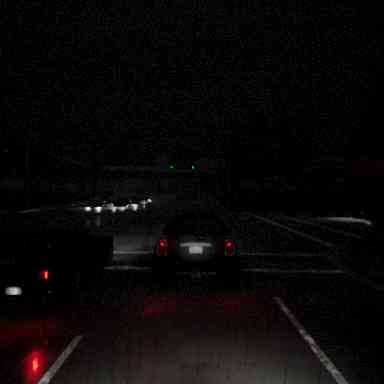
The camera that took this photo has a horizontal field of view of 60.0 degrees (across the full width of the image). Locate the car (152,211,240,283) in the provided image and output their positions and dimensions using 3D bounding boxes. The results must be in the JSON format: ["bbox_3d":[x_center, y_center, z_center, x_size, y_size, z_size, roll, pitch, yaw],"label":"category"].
[{"bbox_3d":[0.095,1.366,9.824,2.097,1.767,4.553,0,0,0],"label":"car"}]

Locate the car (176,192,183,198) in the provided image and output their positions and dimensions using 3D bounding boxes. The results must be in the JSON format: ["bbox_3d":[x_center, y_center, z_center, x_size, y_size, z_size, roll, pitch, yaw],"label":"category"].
[{"bbox_3d":[-3.477,0.767,91.314,1.882,1.535,5.008,0,1,0],"label":"car"}]

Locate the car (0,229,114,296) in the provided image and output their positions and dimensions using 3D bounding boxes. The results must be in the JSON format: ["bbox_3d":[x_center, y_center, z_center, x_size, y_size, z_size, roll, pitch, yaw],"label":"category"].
[{"bbox_3d":[-3.404,1.613,8.601,1.895,1.301,4.718,0,0,0],"label":"car"}]

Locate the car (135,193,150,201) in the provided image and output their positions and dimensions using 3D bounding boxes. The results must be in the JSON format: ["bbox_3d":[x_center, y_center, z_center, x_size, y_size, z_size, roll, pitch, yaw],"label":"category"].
[{"bbox_3d":[-10.482,1.214,70.024,1.812,1.442,4.674,0,1,0],"label":"car"}]

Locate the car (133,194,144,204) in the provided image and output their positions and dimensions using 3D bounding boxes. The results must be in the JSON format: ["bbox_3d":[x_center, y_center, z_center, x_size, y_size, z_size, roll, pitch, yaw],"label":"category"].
[{"bbox_3d":[-10.522,1.432,60.284,1.895,1.301,4.718,0,1,1],"label":"car"}]

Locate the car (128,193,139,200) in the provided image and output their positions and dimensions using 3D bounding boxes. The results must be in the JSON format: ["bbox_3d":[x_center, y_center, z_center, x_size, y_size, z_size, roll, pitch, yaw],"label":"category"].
[{"bbox_3d":[-13.980,1.015,79.538,1.837,1.490,4.892,0,1,0],"label":"car"}]

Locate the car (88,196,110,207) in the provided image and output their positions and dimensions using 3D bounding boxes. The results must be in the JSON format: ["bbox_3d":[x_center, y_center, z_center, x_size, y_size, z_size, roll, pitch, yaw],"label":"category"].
[{"bbox_3d":[-14.077,1.468,49.926,1.812,1.442,4.674,0,1,0],"label":"car"}]

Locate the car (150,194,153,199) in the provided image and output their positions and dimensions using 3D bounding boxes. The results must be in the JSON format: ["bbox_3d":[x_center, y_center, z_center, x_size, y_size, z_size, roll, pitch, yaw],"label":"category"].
[{"bbox_3d":[-10.479,1.059,79.954,1.994,1.385,4.181,0,1,0],"label":"car"}]

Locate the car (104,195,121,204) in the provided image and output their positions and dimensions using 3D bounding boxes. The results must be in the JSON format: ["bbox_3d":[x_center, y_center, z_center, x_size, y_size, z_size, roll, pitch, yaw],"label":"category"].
[{"bbox_3d":[-14.026,1.372,59.020,1.812,1.442,4.674,0,1,1],"label":"car"}]

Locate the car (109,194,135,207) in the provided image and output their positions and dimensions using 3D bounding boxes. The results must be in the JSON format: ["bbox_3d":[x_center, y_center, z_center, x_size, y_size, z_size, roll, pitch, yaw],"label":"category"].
[{"bbox_3d":[-10.578,1.479,50.692,2.033,1.411,5.357,0,1,0],"label":"car"}]

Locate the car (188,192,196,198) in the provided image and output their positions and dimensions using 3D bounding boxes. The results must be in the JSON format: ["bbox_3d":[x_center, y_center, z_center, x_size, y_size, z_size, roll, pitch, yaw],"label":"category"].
[{"bbox_3d":[0.024,0.760,91.710,1.882,1.535,5.008,0,1,0],"label":"car"}]

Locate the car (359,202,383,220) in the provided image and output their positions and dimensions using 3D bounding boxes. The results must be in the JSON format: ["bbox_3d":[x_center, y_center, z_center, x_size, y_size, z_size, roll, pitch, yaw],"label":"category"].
[{"bbox_3d":[16.690,1.543,27.987,4.892,1.490,1.837,0,0,-1],"label":"car"}]
